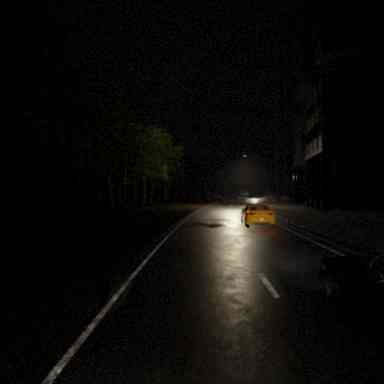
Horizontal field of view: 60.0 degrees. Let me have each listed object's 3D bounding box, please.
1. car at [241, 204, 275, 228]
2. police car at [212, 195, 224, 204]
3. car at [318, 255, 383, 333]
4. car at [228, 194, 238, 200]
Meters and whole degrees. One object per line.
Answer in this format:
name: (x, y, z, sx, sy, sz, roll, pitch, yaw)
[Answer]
car: (4.520, 1.556, 23.209, 1.882, 1.535, 5.008, 0, 0, 4)
police car: (5.127, 1.342, 64.464, 1.930, 1.638, 5.238, 0, 0, 11)
car: (3.688, 1.628, 5.260, 1.895, 1.301, 4.718, 0, 0, 1)
car: (10.079, 1.145, 81.672, 1.837, 1.490, 4.892, 0, 1, 14)
